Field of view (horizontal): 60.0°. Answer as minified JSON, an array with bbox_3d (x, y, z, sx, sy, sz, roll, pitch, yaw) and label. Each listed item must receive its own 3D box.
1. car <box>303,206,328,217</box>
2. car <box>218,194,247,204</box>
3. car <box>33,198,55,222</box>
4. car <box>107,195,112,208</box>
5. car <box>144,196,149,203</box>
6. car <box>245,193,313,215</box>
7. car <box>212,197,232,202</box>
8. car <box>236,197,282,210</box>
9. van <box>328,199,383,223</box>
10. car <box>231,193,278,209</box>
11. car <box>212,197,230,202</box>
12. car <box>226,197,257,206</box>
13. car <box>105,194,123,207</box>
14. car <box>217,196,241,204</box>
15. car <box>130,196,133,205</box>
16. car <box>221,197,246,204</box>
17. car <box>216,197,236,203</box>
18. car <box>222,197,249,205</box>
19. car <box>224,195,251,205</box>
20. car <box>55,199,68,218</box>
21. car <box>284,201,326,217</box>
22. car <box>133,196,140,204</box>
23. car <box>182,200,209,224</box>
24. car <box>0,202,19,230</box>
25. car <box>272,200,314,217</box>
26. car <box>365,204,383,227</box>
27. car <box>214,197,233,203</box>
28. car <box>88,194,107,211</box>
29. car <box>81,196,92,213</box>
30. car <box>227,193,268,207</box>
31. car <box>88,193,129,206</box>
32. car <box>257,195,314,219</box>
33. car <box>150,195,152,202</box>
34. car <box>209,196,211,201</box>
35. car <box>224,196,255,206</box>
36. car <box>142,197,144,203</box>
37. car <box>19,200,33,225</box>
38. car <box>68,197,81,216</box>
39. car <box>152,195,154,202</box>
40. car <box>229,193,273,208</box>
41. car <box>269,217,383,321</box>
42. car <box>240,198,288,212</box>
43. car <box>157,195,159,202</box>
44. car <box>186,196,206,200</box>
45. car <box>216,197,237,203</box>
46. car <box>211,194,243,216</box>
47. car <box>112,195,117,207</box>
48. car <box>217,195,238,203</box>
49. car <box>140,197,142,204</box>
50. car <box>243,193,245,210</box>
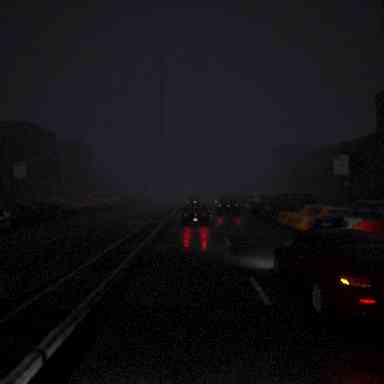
[{"bbox_3d":[7.726,1.502,14.750,4.674,1.452,2.002,0,0,0],"label":"car"},{"bbox_3d":[8.077,1.393,67.123,5.566,2.045,2.435,0,-1,0],"label":"car"},{"bbox_3d":[-12.704,1.428,23.241,5.008,1.535,2.097,0,0,0],"label":"car"},{"bbox_3d":[-12.577,1.399,40.031,4.674,1.452,2.002,0,0,0],"label":"car"},{"bbox_3d":[-12.335,1.695,70.462,5.008,1.535,2.097,0,-1,0],"label":"car"},{"bbox_3d":[7.784,1.155,28.538,5.566,2.045,2.435,0,0,0],"label":"car"},{"bbox_3d":[8.385,2.046,91.935,5.366,1.575,1.946,0,-1,0],"label":"car"},{"bbox_3d":[7.875,1.368,39.561,5.008,1.535,2.097,0,0,0],"label":"car"},{"bbox_3d":[7.595,1.243,11.991,4.442,1.987,1.878,0,0,0],"label":"van"},{"bbox_3d":[7.869,1.123,42.319,5.566,2.045,2.435,0,0,0],"label":"car"},{"bbox_3d":[8.241,2.130,94.691,4.792,1.488,2.163,0,-1,0],"label":"car"},{"bbox_3d":[7.962,1.496,53.337,4.674,1.452,2.002,0,-1,0],"label":"car"},{"bbox_3d":[-12.716,1.372,45.464,5.366,1.575,1.946,0,0,0],"label":"car"},{"bbox_3d":[8.077,1.725,72.633,5.008,1.535,2.097,0,-1,0],"label":"car"},{"bbox_3d":[-12.432,1.327,53.794,4.553,1.767,2.185,0,-1,0],"label":"car"},{"bbox_3d":[8.029,1.645,64.362,4.674,1.452,2.002,0,-1,0],"label":"car"},{"bbox_3d":[8.131,1.898,80.939,4.674,1.452,2.002,0,-1,0],"label":"car"},{"bbox_3d":[8.044,1.596,61.605,4.792,1.488,2.163,0,-1,0],"label":"car"},{"bbox_3d":[8.029,1.402,58.850,4.553,1.767,2.185,0,-1,0],"label":"car"},{"bbox_3d":[-12.716,1.443,26.022,4.792,1.488,2.163,0,0,0],"label":"car"},{"bbox_3d":[7.931,1.451,17.505,5.366,1.575,1.946,0,0,0],"label":"car"},{"bbox_3d":[-12.424,1.533,59.473,4.892,1.521,2.231,0,-1,0],"label":"car"},{"bbox_3d":[0.248,1.546,24.498,1.895,1.301,4.718,0,0,0],"label":"car"},{"bbox_3d":[-12.567,1.449,17.805,5.366,1.575,1.946,0,0,0],"label":"car"},{"bbox_3d":[7.948,1.440,20.265,5.366,1.575,1.946,0,0,0],"label":"car"},{"bbox_3d":[7.726,1.349,9.233,4.553,1.767,2.185,0,0,0],"label":"car"},{"bbox_3d":[8.138,1.981,86.416,4.792,1.488,2.163,0,-1,0],"label":"car"},{"bbox_3d":[-12.782,1.359,37.262,5.366,1.575,1.946,0,0,0],"label":"car"},{"bbox_3d":[-12.646,1.384,31.704,5.008,1.535,2.097,0,0,0],"label":"car"},{"bbox_3d":[7.903,1.151,47.829,5.566,2.045,2.435,0,0,0],"label":"car"},{"bbox_3d":[-12.480,1.142,48.243,5.566,2.045,2.435,0,0,0],"label":"car"},{"bbox_3d":[7.765,1.293,25.782,4.553,1.767,2.185,0,0,0],"label":"car"},{"bbox_3d":[-12.314,1.812,76.019,4.792,1.488,2.163,0,-1,0],"label":"car"},{"bbox_3d":[7.999,1.997,89.174,5.366,1.575,1.946,0,-1,0],"label":"car"},{"bbox_3d":[7.976,1.490,56.091,5.008,1.535,2.097,0,-1,0],"label":"car"},{"bbox_3d":[-12.347,1.486,64.915,4.553,1.767,2.185,0,-1,0],"label":"car"},{"bbox_3d":[-12.763,1.315,20.463,4.553,1.767,2.185,0,0,0],"label":"car"},{"bbox_3d":[-12.671,1.400,28.801,4.892,1.521,2.231,0,0,0],"label":"car"},{"bbox_3d":[-12.256,1.830,78.923,5.008,1.535,2.097,0,-1,0],"label":"car"},{"bbox_3d":[7.886,1.132,45.072,5.566,2.045,2.435,0,0,0],"label":"car"},{"bbox_3d":[3.142,1.523,7.189,1.812,1.442,4.674,0,0,0],"label":"car"},{"bbox_3d":[7.892,1.403,36.809,4.792,1.488,2.163,0,0,0],"label":"car"},{"bbox_3d":[-12.180,2.018,89.914,4.892,1.521,2.231,0,-1,0],"label":"car"},{"bbox_3d":[0.352,1.245,41.714,2.097,1.767,4.553,0,0,0],"label":"car"},{"bbox_3d":[8.146,1.841,78.146,4.792,1.488,2.163,0,-1,0],"label":"car"},{"bbox_3d":[3.294,1.262,31.963,2.097,1.767,4.553,0,0,0],"label":"car"},{"bbox_3d":[-12.550,1.403,42.689,4.674,1.452,2.002,0,0,0],"label":"car"},{"bbox_3d":[8.068,1.643,75.392,4.553,1.767,2.185,0,-1,0],"label":"car"},{"bbox_3d":[-12.581,1.569,62.253,5.366,1.575,1.946,0,-1,0],"label":"car"},{"bbox_3d":[7.878,1.255,34.051,4.553,1.767,2.185,0,0,0],"label":"car"}]
